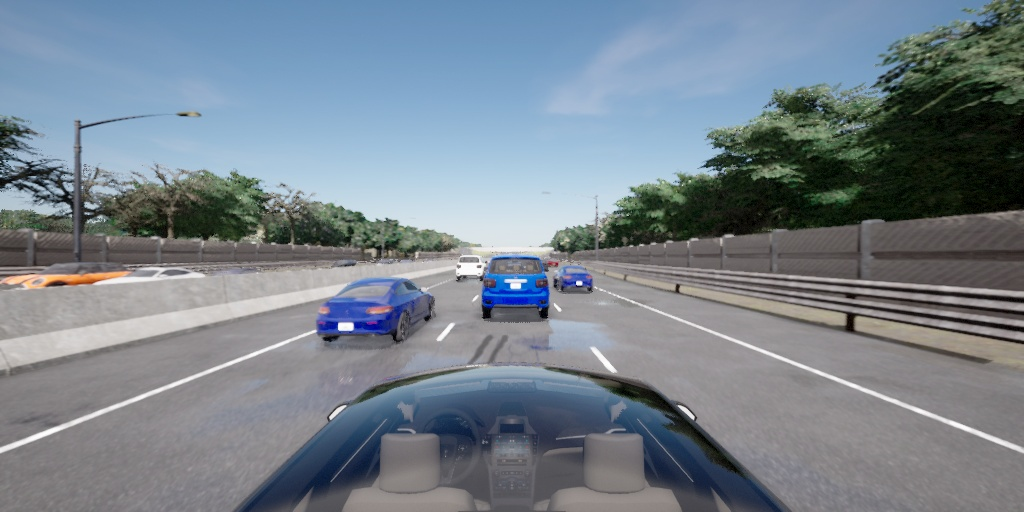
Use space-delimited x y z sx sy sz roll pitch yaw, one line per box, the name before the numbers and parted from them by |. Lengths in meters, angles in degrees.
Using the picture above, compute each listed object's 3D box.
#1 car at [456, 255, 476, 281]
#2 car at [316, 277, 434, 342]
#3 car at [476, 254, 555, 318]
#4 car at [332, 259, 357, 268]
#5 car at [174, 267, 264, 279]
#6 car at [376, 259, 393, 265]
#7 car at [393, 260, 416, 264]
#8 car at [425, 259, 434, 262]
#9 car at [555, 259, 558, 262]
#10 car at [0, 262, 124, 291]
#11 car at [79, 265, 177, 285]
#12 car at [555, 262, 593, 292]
car | -3.309 0.976 30.249 2.150 2.045 5.566 0 0 0
car | -3.389 1.276 9.622 1.812 1.442 4.674 0 0 0
car | 0.118 0.973 13.204 2.150 2.045 5.566 0 0 0
car | -23.595 1.243 50.708 1.882 1.535 5.008 0 0 -2
car | -14.063 1.315 18.206 1.994 1.385 4.181 0 0 0
car | -20.701 1.270 58.777 2.128 1.511 4.902 0 0 1
car | -17.195 1.326 58.749 2.033 1.411 5.357 0 0 1
car | -13.694 1.272 59.527 2.128 1.511 4.902 0 0 1
car | 7.323 1.271 64.213 1.882 1.535 5.008 0 0 2
car | -21.068 1.103 17.231 2.097 1.767 4.553 0 0 0
car | -17.566 1.277 17.710 1.812 1.442 4.674 0 0 0
car | 3.544 1.270 21.185 1.812 1.442 4.674 0 0 0
